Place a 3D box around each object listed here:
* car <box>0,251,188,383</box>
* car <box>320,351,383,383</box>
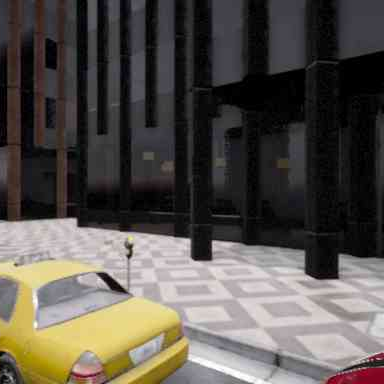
[{"bbox_3d":[-2.323,1.510,4.622,4.829,1.417,1.752,0,0,35],"label":"car"},{"bbox_3d":[2.390,1.445,1.260,4.097,1.590,1.967,0,0,35],"label":"car"}]
